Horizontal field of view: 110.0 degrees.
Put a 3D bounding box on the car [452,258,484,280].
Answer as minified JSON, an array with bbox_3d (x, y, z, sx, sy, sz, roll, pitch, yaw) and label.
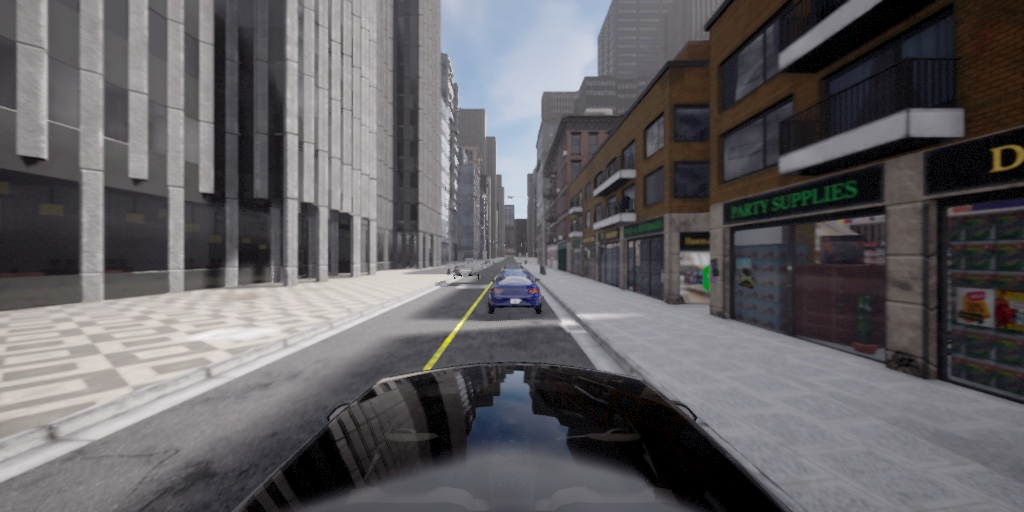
[{"bbox_3d":[-3.000,0.871,25.322,2.128,1.511,4.902,0,0,0],"label":"car"}]

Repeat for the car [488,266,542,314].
[{"bbox_3d":[0.100,1.263,13.681,1.812,1.442,4.674,0,0,0],"label":"car"}]

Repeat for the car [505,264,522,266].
[{"bbox_3d":[0.099,1.336,31.476,1.895,1.301,4.718,0,0,0],"label":"car"}]
